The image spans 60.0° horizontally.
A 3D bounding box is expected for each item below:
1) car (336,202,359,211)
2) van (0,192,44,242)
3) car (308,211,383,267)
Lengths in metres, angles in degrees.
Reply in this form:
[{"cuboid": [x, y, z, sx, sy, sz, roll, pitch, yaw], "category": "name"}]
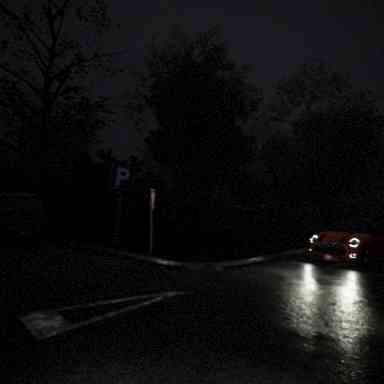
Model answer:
[{"cuboid": [20.727, 2.124, 46.772, 1.882, 1.535, 5.008, 2, -1, -42], "category": "car"}, {"cuboid": [-8.283, 0.968, 12.952, 4.442, 1.987, 1.878, 2, 0, -42], "category": "van"}, {"cuboid": [6.768, 1.867, 13.800, 4.553, 1.767, 2.097, 1, -1, -40], "category": "car"}]
